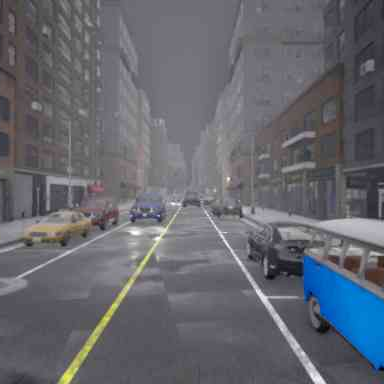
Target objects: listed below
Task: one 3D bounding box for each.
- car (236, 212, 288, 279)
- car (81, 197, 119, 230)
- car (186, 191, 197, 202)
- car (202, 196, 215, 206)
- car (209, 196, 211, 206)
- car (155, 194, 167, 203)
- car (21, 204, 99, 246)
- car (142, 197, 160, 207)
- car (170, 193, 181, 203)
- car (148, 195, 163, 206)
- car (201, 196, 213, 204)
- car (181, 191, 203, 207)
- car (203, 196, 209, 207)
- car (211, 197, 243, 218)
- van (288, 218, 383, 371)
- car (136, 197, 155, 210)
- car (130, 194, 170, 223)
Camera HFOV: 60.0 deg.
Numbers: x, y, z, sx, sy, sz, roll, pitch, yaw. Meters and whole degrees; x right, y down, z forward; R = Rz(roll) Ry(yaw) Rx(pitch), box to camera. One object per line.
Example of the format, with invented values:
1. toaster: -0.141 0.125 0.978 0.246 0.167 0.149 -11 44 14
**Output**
1. car: 2.673 1.519 9.669 2.008 1.369 4.403 1 0 0
2. car: -5.866 1.251 20.627 2.192 1.841 5.009 1 0 0
3. car: -0.058 0.879 65.364 2.150 2.045 5.566 0 0 0
4. car: 2.628 1.404 53.600 1.887 1.381 4.507 0 0 0
5. car: 3.118 1.422 35.730 1.812 1.442 4.674 0 0 0
6. car: -5.908 1.281 64.571 1.967 1.590 4.097 0 0 0
7. car: -5.862 1.478 14.965 1.752 1.417 4.829 1 0 0
8. car: -5.893 1.420 48.092 2.008 1.369 4.403 0 0 0
9. car: -3.069 1.344 66.501 2.128 1.511 4.902 0 0 0
10. car: -5.898 1.299 53.585 1.967 1.590 4.097 0 0 0
11. car: 2.622 1.400 59.092 2.008 1.369 4.403 0 0 0
12. car: -0.038 1.048 44.006 2.097 1.767 4.553 0 0 0
13. car: 2.634 1.414 48.109 1.887 1.381 4.507 0 0 0
14. car: 3.088 1.266 28.699 2.097 1.767 4.553 0 0 0
15. van: 2.680 1.327 4.177 1.690 1.788 3.998 1 0 0
16. car: -5.888 1.407 42.430 1.752 1.417 4.829 0 0 0
17. car: -3.122 1.146 24.763 2.150 2.045 5.566 0 0 0
